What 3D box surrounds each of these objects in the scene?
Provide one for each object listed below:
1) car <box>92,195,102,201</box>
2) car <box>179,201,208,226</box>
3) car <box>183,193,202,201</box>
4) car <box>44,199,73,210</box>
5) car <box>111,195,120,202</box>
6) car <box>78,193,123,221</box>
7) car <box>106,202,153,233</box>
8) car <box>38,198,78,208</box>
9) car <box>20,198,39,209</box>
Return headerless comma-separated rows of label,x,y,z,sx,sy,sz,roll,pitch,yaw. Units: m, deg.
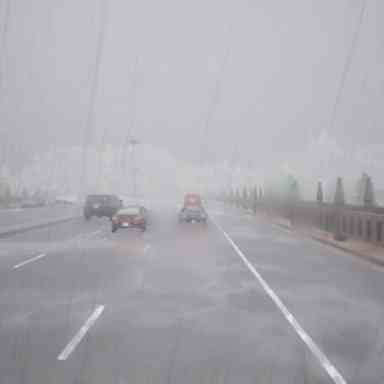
car,-24.450,1.525,85.417,1.994,1.385,4.181,0,0,-21
car,0.095,1.567,23.085,1.895,1.301,4.718,0,0,0
car,0.103,1.190,41.473,2.150,2.045,5.566,0,0,0
car,-17.603,1.574,44.164,1.895,1.301,4.718,0,0,0
car,-17.595,1.552,76.483,1.837,1.490,4.892,0,0,-15
car,-6.906,1.186,26.618,2.150,2.045,5.566,0,0,0
car,-3.404,1.496,19.413,1.812,1.442,4.674,0,0,0
car,-14.099,1.530,35.342,1.994,1.385,4.181,0,0,0
car,-21.100,1.538,44.439,1.994,1.385,4.181,0,0,0
